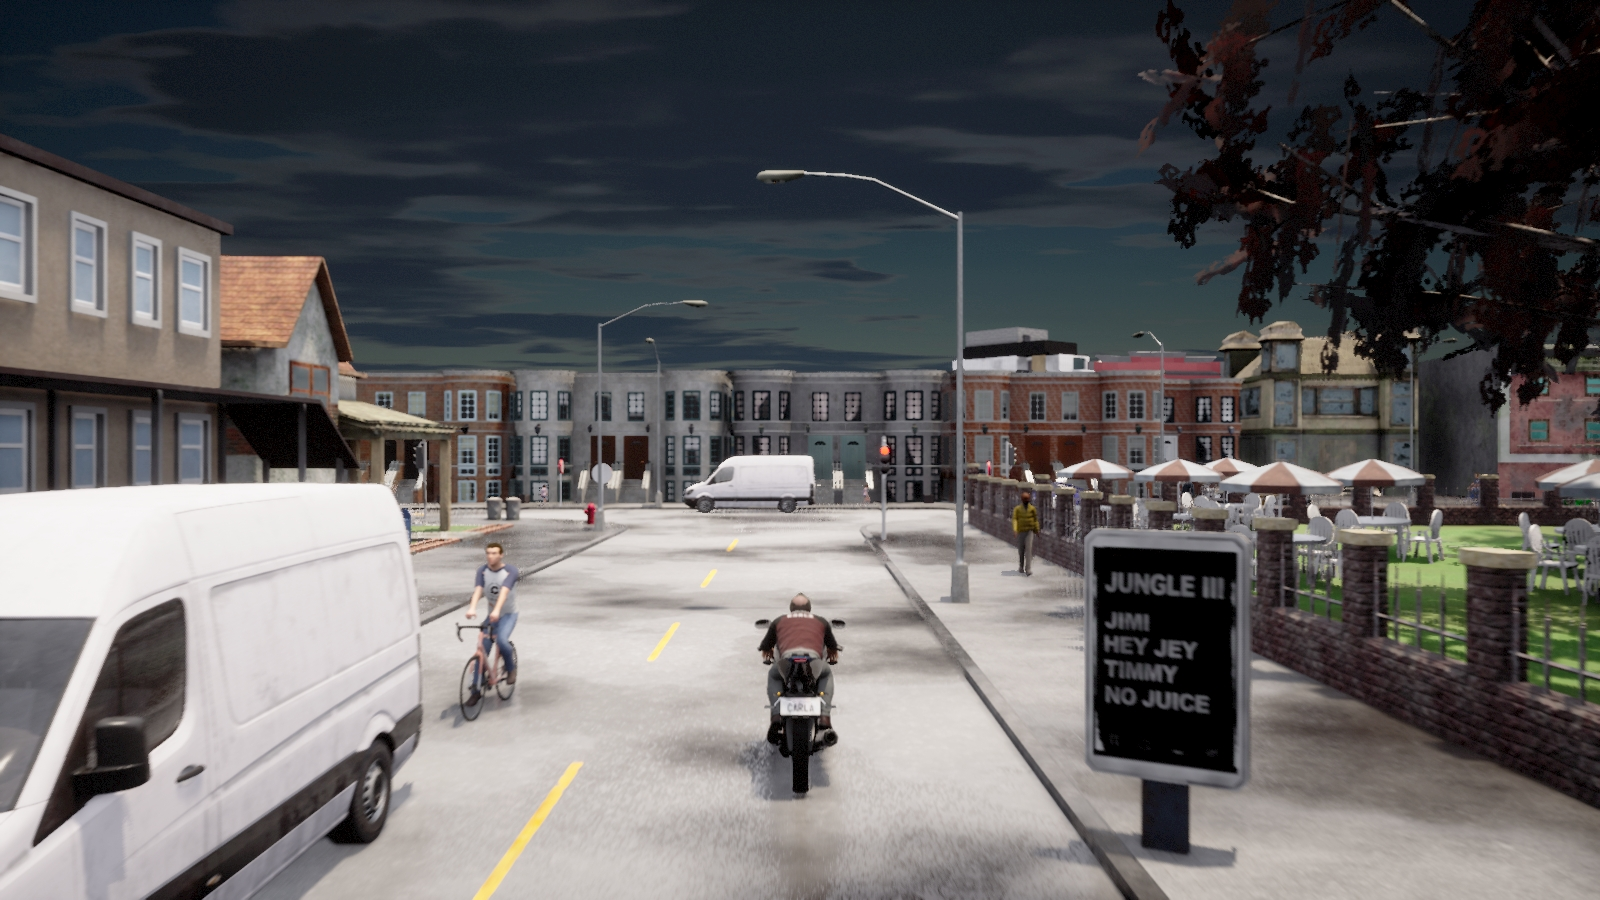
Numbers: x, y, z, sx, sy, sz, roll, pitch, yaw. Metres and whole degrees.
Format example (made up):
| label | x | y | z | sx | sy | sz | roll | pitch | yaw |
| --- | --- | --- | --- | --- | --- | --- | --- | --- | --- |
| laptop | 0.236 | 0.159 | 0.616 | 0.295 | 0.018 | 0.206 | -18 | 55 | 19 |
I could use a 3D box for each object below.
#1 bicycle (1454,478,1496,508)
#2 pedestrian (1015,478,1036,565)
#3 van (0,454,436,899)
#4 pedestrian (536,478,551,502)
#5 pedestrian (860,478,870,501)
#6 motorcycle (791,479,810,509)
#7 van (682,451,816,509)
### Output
| label | x | y | z | sx | sy | sz | roll | pitch | yaw |
| --- | --- | --- | --- | --- | --- | --- | --- | --- | --- |
| bicycle | 30.404 | 1.936 | 51.482 | 1.643 | 1.296 | 0.373 | -1 | 0 | 0 |
| pedestrian | 4.834 | 1.525 | 24.484 | 0.375 | 1.860 | 0.375 | 0 | 0 | 2 |
| van | -3.998 | 1.314 | 6.493 | 1.988 | 2.561 | 5.915 | 0 | 0 | 0 |
| pedestrian | -12.299 | 1.904 | 54.764 | 0.500 | 1.100 | 0.500 | 0 | 0 | 41 |
| pedestrian | 3.134 | 1.904 | 55.164 | 0.500 | 1.100 | 0.500 | 0 | 0 | 4 |
| motorcycle | 0.019 | 1.985 | 51.881 | 0.867 | 1.251 | 2.209 | 0 | 0 | 0 |
| van | -2.253 | 1.315 | 51.518 | 5.915 | 2.561 | 1.988 | 0 | 0 | 0 |
